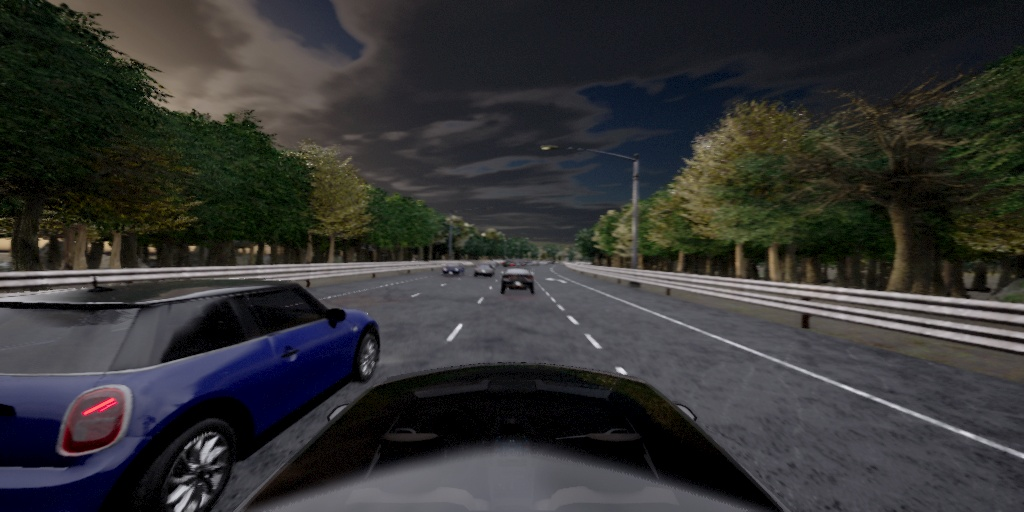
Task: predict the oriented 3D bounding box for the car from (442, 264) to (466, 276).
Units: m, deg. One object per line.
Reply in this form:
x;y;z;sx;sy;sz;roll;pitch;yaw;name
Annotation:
-6.418;1.500;40.268;1.895;1.301;4.718;1;0;2;car

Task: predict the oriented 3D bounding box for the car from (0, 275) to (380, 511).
-3.260;1.045;4.208;2.097;1.767;4.553;1;0;0;car

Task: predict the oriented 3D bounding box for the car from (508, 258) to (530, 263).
1.014;1.368;50.266;2.150;2.045;5.566;1;0;3;car

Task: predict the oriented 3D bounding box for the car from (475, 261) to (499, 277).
-2.913;1.535;39.228;1.994;1.385;4.181;1;0;2;car

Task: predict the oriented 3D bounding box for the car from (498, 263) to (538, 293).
0.343;1.392;22.234;1.882;1.535;5.008;1;0;0;car
